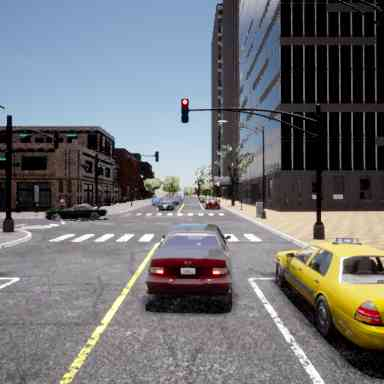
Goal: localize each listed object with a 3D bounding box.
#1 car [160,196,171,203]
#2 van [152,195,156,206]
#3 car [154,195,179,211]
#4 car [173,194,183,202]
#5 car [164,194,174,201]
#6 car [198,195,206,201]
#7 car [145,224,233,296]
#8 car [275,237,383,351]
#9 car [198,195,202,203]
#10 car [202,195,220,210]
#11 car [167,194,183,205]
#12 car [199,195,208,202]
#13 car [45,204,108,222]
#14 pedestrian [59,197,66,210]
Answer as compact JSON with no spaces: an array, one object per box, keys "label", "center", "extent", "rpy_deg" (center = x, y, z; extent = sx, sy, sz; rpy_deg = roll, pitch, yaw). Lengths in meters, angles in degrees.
[{"label":"car","center":[-5.693,1.593,71.840],"extent":[1.947,1.339,4.313],"rpy_deg":[1,0,0]},{"label":"van","center":[-5.687,1.361,55.237],"extent":[1.690,1.788,3.998],"rpy_deg":[1,0,0]},{"label":"car","center":[-3.110,1.506,41.151],"extent":[2.128,1.511,4.902],"rpy_deg":[0,0,0]},{"label":"car","center":[-3.015,1.368,74.355],"extent":[2.097,1.767,4.553],"rpy_deg":[0,0,0]},{"label":"car","center":[-5.692,1.346,82.909],"extent":[2.192,1.841,5.009],"rpy_deg":[1,0,0]},{"label":"car","center":[2.684,1.578,88.434],"extent":[1.887,1.381,4.507],"rpy_deg":[1,0,0]},{"label":"car","center":[0.074,1.550,8.828],"extent":[2.033,1.411,5.357],"rpy_deg":[0,0,3]},{"label":"car","center":[2.837,1.527,6.377],"extent":[1.752,1.417,4.829],"rpy_deg":[1,0,0]},{"label":"car","center":[2.687,1.552,72.000],"extent":[1.752,1.417,4.829],"rpy_deg":[1,0,0]},{"label":"car","center":[2.694,1.455,44.155],"extent":[1.967,1.590,4.097],"rpy_deg":[1,0,0]},{"label":"car","center":[-3.095,1.568,58.452],"extent":[2.033,1.411,5.357],"rpy_deg":[0,0,0]},{"label":"car","center":[2.686,1.554,77.534],"extent":[1.752,1.417,4.829],"rpy_deg":[1,0,0]},{"label":"car","center":[-9.340,1.670,26.882],"extent":[4.718,1.301,1.895],"rpy_deg":[-2,0,-22]},{"label":"pedestrian","center":[-12.551,1.368,32.147],"extent":[0.375,1.860,0.375],"rpy_deg":[0,0,1]}]
